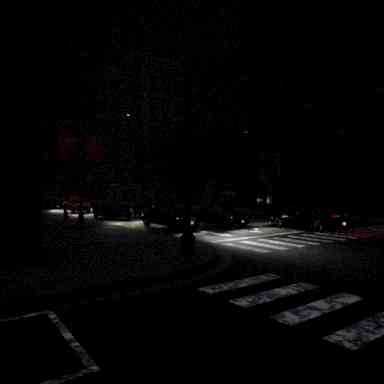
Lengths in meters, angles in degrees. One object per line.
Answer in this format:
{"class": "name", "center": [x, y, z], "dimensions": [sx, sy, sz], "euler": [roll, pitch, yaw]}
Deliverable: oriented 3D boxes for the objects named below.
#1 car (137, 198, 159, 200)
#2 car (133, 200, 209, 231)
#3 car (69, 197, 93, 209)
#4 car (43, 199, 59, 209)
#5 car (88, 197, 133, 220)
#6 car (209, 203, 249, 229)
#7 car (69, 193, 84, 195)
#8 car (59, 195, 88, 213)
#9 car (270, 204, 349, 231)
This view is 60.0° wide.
{"class": "car", "center": [-3.578, 1.313, 29.243], "dimensions": [2.097, 1.767, 4.553], "euler": [0, 0, -36]}
{"class": "car", "center": [-1.434, 1.469, 20.704], "dimensions": [2.128, 1.511, 4.902], "euler": [0, 0, -36]}
{"class": "car", "center": [-15.260, 1.457, 45.541], "dimensions": [1.812, 1.442, 4.674], "euler": [0, 0, -35]}
{"class": "car", "center": [-18.382, 1.535, 44.322], "dimensions": [1.895, 1.301, 4.718], "euler": [0, 0, -35]}
{"class": "car", "center": [-6.851, 1.441, 28.227], "dimensions": [1.882, 1.535, 5.008], "euler": [0, 0, -36]}
{"class": "car", "center": [1.663, 1.500, 21.995], "dimensions": [1.812, 1.442, 4.674], "euler": [0, 0, -37]}
{"class": "car", "center": [-20.573, 1.127, 58.734], "dimensions": [2.150, 2.045, 5.566], "euler": [0, 0, -36]}
{"class": "car", "center": [-12.623, 1.426, 36.249], "dimensions": [1.882, 1.535, 5.008], "euler": [0, 0, -35]}
{"class": "car", "center": [7.036, 1.482, 20.413], "dimensions": [1.837, 1.490, 4.892], "euler": [0, 0, -36]}
